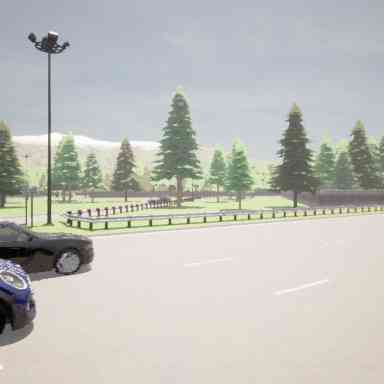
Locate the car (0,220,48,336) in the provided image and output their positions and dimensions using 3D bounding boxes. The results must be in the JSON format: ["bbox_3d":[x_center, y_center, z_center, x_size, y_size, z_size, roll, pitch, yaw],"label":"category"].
[{"bbox_3d":[-4.731,1.351,4.673,4.553,1.767,2.097,0,0,-35],"label":"car"}]

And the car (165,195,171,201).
[{"bbox_3d":[-5.645,1.351,69.772,2.097,1.767,4.553,0,0,5],"label":"car"}]

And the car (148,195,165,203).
[{"bbox_3d":[-6.591,1.601,59.952,1.895,1.301,4.718,0,0,5],"label":"car"}]

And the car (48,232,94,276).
[{"bbox_3d":[-5.135,1.477,8.682,5.008,1.535,1.882,0,0,-35],"label":"car"}]
